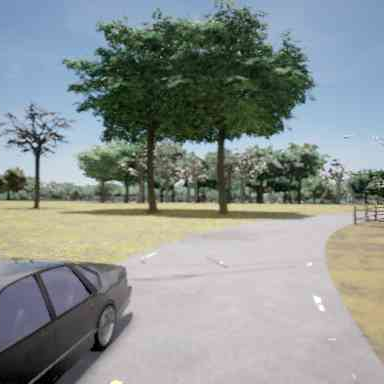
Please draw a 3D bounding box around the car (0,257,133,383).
[{"bbox_3d":[-2.340,1.549,3.672,2.033,1.411,5.357,0,0,11],"label":"car"}]
